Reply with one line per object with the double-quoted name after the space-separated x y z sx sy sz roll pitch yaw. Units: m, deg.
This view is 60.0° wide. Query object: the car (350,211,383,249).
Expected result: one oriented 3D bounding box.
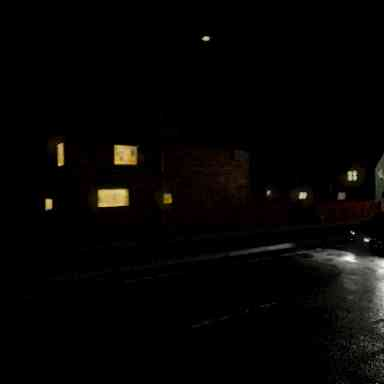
8.419 1.535 13.689 4.892 1.490 1.837 0 0 -36 "car"
